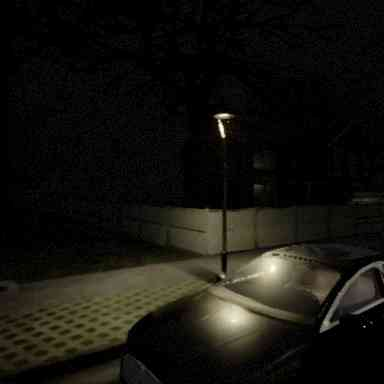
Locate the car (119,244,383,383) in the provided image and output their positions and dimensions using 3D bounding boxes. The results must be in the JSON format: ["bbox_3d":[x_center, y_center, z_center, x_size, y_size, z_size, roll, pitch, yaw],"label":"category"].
[{"bbox_3d":[1.521,1.487,4.156,4.902,1.511,2.128,0,0,-36],"label":"car"}]
